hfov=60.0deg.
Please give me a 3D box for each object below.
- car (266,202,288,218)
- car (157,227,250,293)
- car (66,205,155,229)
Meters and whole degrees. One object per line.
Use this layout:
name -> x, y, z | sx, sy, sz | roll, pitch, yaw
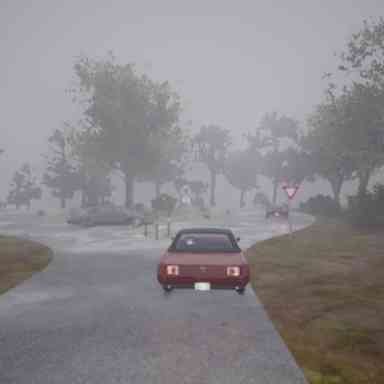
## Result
car -> 7.698, 1.582, 30.314 | 1.895, 1.301, 4.718 | 0, 0, 13
car -> 0.360, 1.595, 8.850 | 1.895, 1.301, 4.718 | 0, 0, 4
car -> -5.045, 1.534, 21.023 | 5.357, 1.411, 2.033 | 0, 0, -2
